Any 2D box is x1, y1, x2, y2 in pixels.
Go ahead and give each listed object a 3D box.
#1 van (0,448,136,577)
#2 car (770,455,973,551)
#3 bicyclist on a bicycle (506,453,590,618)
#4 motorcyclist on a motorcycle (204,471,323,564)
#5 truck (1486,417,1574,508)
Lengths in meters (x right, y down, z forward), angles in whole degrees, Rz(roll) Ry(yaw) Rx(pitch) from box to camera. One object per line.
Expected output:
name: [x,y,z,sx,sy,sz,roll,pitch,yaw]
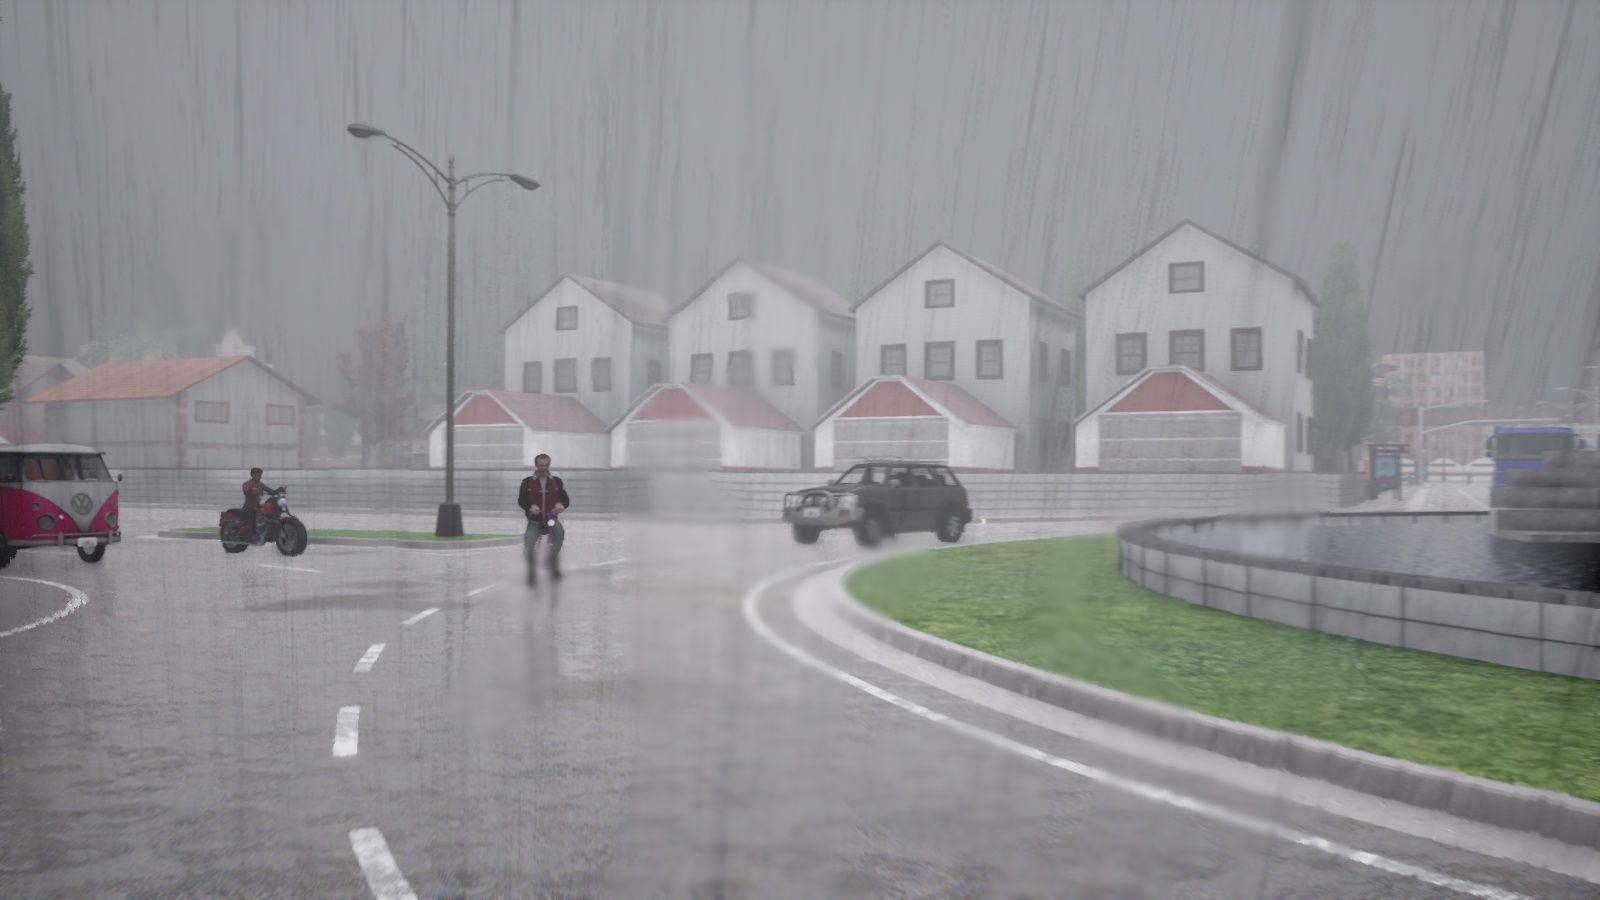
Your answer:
van: [-13.369,0.995,21.083,4.442,1.987,1.775,-1,-1,29]
car: [1.614,1.072,26.768,1.932,1.855,4.605,-2,-2,40]
bicyclist on a bicycle: [-2.940,0.946,14.545,0.659,1.776,1.843,-1,-1,-20]
motorcyclist on a motorcycle: [-9.854,1.207,23.051,2.350,1.649,0.766,-1,-1,31]
truck: [30.023,0.538,51.841,2.891,3.462,7.936,-1,-1,29]
